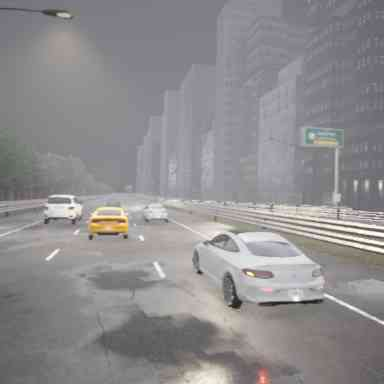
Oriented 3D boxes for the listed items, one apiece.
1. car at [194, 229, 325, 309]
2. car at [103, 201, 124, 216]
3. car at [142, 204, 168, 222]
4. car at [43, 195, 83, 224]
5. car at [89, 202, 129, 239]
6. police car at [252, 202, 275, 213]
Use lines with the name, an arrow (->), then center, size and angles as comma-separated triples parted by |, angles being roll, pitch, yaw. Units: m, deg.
car -> 1.339, 1.637, 8.141 | 1.812, 1.442, 4.674 | 1, -1, -13
car -> -8.451, 1.736, 35.937 | 2.033, 1.411, 5.357 | 1, -1, -13
car -> -3.156, 1.745, 28.215 | 1.812, 1.442, 4.674 | 1, -1, -13
car -> -9.637, 1.271, 25.179 | 2.150, 2.045, 5.566 | 1, -1, -12
car -> -4.449, 1.564, 18.015 | 1.882, 1.535, 5.008 | 1, -1, -13
police car -> 10.450, 2.324, 50.886 | 1.930, 1.638, 5.238 | 1, 0, -30
